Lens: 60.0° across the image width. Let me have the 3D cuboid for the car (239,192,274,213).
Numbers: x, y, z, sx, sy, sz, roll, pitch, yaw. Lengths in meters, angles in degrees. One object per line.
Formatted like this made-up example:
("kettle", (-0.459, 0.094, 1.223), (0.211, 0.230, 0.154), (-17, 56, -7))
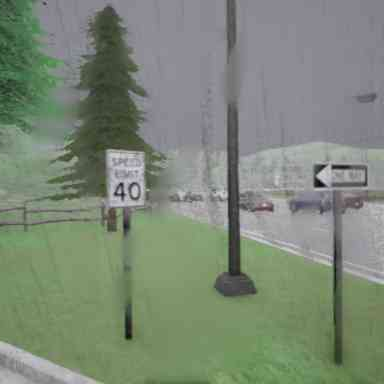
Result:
("car", (4.984, 0.928, 27.234), (1.994, 1.385, 4.181), (-1, 1, -15))

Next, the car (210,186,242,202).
("car", (4.094, 0.264, 43.739), (2.150, 2.045, 5.566), (-1, 1, -15))

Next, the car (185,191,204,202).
("car", (0.197, 0.607, 44.738), (1.812, 1.442, 4.674), (-1, 1, -15))

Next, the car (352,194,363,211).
("car", (12.031, 0.720, 27.989), (1.882, 1.535, 5.008), (-1, 1, -15))

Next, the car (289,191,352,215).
("car", (9.244, 0.699, 24.907), (2.097, 1.767, 4.553), (-1, 1, -15))

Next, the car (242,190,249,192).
("car", (6.813, 0.412, 47.078), (1.882, 1.535, 5.008), (-1, 1, -15))
